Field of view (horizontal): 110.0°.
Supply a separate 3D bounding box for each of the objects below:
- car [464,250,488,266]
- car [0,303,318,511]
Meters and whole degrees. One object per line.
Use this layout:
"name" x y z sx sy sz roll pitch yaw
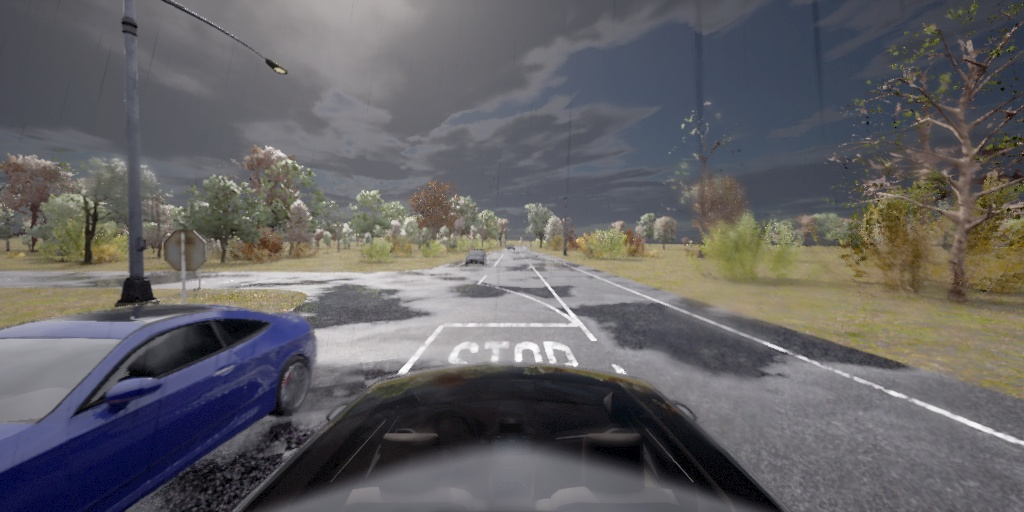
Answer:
"car" -3.408 0.187 34.551 1.837 1.490 4.892 0 2 0
"car" -3.507 1.233 3.034 1.812 1.442 4.674 0 2 0
